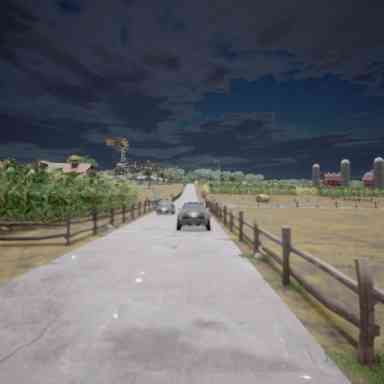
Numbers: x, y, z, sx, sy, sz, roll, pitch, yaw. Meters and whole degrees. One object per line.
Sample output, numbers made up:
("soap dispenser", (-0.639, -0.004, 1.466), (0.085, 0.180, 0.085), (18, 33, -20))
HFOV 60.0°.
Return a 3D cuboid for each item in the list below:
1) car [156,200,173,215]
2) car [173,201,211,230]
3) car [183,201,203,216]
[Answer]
("car", (-2.824, 1.669, 36.120), (2.128, 1.511, 4.902), (0, 0, 0))
("car", (0.104, 1.439, 21.918), (2.097, 1.767, 4.553), (0, 0, 0))
("car", (0.105, 1.724, 35.955), (2.033, 1.411, 5.357), (0, 0, 0))
